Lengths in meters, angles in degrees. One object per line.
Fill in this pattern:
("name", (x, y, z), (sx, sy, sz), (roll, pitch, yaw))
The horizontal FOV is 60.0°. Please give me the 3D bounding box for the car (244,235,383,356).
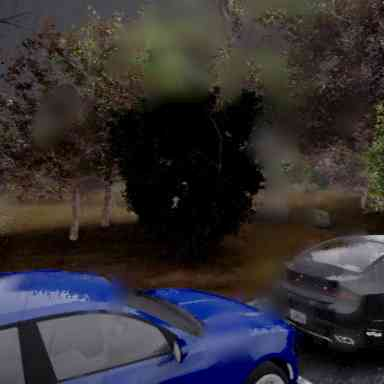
("car", (3.617, 1.516, 5.862), (4.892, 1.521, 2.231), (1, 0, -29))
